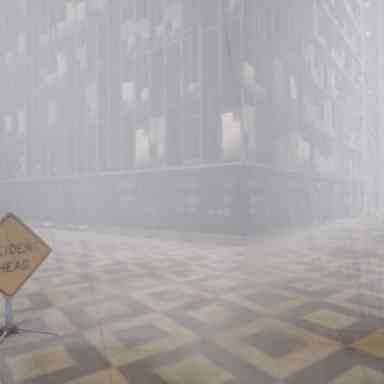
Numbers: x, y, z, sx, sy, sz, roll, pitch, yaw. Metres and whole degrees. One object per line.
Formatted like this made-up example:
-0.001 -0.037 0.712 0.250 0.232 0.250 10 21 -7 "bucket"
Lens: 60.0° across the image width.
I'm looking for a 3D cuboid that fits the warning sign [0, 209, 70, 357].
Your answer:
-2.706 1.219 4.944 1.060 1.860 1.300 -1 -1 37 "warning sign"
